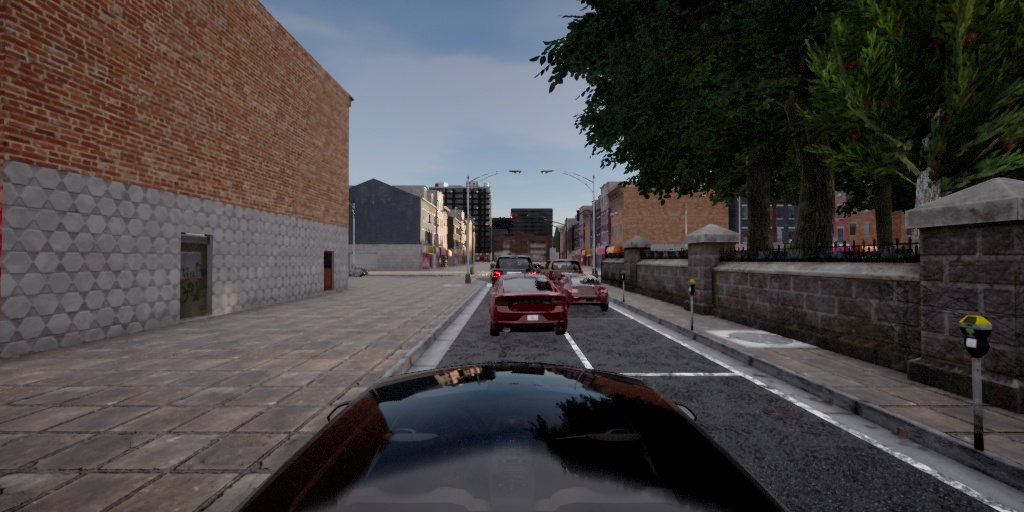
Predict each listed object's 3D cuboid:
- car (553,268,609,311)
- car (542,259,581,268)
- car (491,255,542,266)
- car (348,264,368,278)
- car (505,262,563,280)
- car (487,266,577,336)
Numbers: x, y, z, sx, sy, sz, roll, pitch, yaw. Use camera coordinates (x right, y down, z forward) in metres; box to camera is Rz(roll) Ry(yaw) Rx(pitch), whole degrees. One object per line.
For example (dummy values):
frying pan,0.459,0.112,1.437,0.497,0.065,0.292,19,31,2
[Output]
car,2.658,1.336,14.309,1.802,1.307,4.207,0,0,0
car,2.666,1.074,19.758,2.192,1.841,5.009,0,0,0
car,0.109,0.979,18.067,2.150,2.045,5.566,0,0,0
car,-14.903,1.298,31.345,4.181,1.385,1.994,0,-1,0
car,1.871,1.281,31.373,4.892,1.490,1.837,0,0,0
car,0.290,1.230,10.494,1.882,1.535,5.008,0,0,-4
